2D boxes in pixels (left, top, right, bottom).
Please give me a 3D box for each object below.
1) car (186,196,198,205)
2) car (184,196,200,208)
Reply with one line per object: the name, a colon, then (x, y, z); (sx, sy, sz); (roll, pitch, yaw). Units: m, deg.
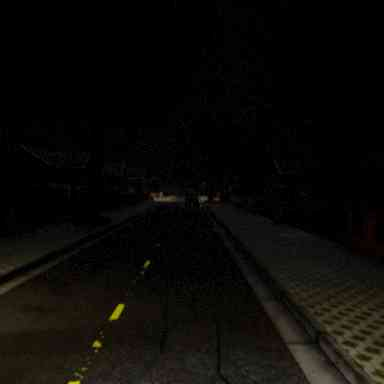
car: (-0.003, 1.274, 53.427); (1.895, 1.301, 4.718); (0, 0, 0)
car: (-0.002, 1.253, 42.973); (1.837, 1.490, 4.892); (0, 0, 0)
